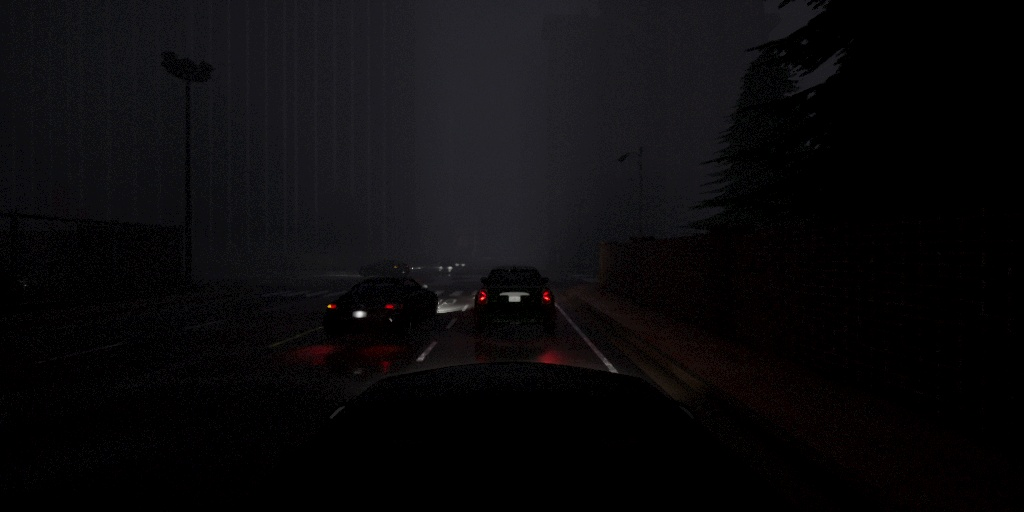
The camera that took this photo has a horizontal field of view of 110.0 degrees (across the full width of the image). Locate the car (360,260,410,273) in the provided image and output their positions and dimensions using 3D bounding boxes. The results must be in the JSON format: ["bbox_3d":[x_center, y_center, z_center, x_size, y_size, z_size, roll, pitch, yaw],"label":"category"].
[{"bbox_3d":[-10.581,1.068,29.657,4.902,1.511,2.128,0,0,34],"label":"car"}]

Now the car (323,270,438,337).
[{"bbox_3d":[-3.427,1.273,10.104,1.994,1.385,4.181,0,0,0],"label":"car"}]

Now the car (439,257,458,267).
[{"bbox_3d":[-10.549,0.978,58.292,1.837,1.490,4.892,0,0,1],"label":"car"}]

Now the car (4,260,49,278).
[{"bbox_3d":[-39.744,1.042,28.239,5.008,1.535,1.882,0,0,0],"label":"car"}]

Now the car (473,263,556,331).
[{"bbox_3d":[0.076,1.057,10.907,2.097,1.767,4.553,0,0,0],"label":"car"}]
